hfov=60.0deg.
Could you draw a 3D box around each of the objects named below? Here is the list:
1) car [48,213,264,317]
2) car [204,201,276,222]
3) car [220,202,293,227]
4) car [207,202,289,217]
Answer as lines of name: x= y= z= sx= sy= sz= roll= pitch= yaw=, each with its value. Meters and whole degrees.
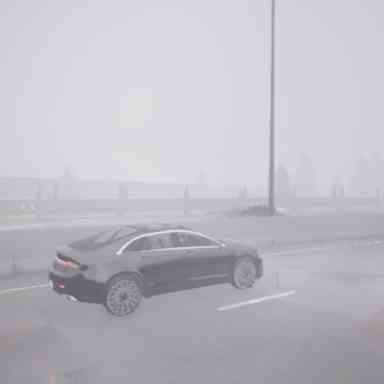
car: x=-0.536 y=1.456 z=7.400 sx=4.902 sy=1.511 sz=2.128 roll=0 pitch=0 yaw=-33
car: x=3.788 y=1.465 z=26.002 sx=5.357 sy=1.411 sz=2.033 roll=0 pitch=0 yaw=-25
car: x=4.366 y=1.453 z=22.364 sx=4.674 sy=1.442 sz=1.812 roll=0 pitch=0 yaw=-26
car: x=2.724 y=1.440 z=17.607 sx=4.892 sy=1.490 sz=1.837 roll=0 pitch=0 yaw=-27
